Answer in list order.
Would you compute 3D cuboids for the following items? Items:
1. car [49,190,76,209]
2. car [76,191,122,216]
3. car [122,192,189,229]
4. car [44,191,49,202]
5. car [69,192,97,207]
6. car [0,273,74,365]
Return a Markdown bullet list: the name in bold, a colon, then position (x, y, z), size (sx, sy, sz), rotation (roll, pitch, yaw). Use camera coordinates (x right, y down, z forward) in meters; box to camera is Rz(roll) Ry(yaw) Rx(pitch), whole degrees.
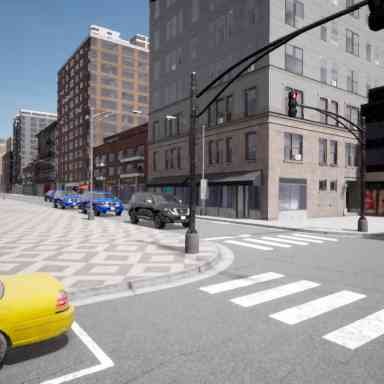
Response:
- **car**: position (-14.209, 0.862, 37.973), size (2.150, 2.045, 5.566), rotation (1, 0, -35)
- **car**: position (-8.013, 0.960, 29.188), size (2.150, 2.045, 5.566), rotation (1, 0, -35)
- **car**: position (-2.070, 1.053, 20.778), size (2.150, 2.045, 5.566), rotation (1, 0, -35)
- **car**: position (-23.446, 0.707, 56.583), size (2.150, 2.045, 5.566), rotation (1, 0, -37)
- **car**: position (-14.308, 0.984, 43.655), size (2.097, 1.767, 4.553), rotation (1, 0, -37)
- **car**: position (-3.979, 1.525, 3.914), size (4.829, 1.417, 1.752), rotation (0, 1, -36)
